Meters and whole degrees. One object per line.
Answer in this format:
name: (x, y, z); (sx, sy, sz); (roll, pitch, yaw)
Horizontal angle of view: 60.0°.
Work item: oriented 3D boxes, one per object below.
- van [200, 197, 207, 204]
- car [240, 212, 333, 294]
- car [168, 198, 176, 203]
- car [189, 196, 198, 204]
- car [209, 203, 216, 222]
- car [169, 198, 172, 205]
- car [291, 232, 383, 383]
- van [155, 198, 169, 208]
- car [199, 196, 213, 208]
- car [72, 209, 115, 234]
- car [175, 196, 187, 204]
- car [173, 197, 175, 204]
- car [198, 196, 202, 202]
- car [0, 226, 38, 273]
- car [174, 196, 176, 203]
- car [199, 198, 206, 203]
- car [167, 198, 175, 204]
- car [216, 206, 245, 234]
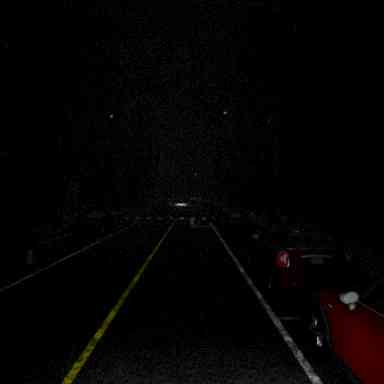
van: (2.902, 2.122, 83.140); (1.690, 1.788, 3.998); (0, -1, 0)
car: (2.666, 1.524, 9.033); (1.967, 1.590, 4.097); (0, -1, 0)
car: (-5.573, 2.452, 94.505); (1.947, 1.339, 4.313); (0, -1, 0)
car: (0.268, 2.366, 90.448); (2.128, 1.511, 4.902); (0, -1, 0)
car: (2.665, 1.791, 25.814); (2.008, 1.369, 4.403); (0, -1, 0)
car: (-5.697, 2.062, 66.166); (1.967, 1.590, 4.097); (0, -1, 0)
car: (2.667, 1.473, 3.439); (1.967, 1.590, 4.097); (0, -1, 0)
van: (-5.721, 1.909, 60.499); (1.690, 1.788, 3.998); (0, -1, 0)
car: (2.805, 2.007, 60.463); (1.967, 1.590, 4.097); (0, -1, 0)
car: (-5.860, 1.739, 20.214); (2.008, 1.369, 4.403); (0, -1, 0)
car: (-2.755, 2.327, 85.271); (2.128, 1.511, 4.902); (0, -1, 0)
car: (-5.647, 2.311, 77.501); (1.802, 1.307, 4.206); (0, -1, 0)
car: (2.854, 2.115, 71.801); (1.967, 1.590, 4.097); (0, -1, 0)
car: (-5.859, 1.629, 9.023); (1.887, 1.381, 4.507); (0, -1, 0)
car: (-5.623, 2.348, 83.169); (1.947, 1.339, 4.313); (0, -1, 0)
car: (2.952, 2.436, 94.476); (2.008, 1.369, 4.403); (0, -1, 0)
car: (-5.599, 2.358, 88.667); (1.752, 1.417, 4.829); (0, -1, 0)
car: (2.666, 1.770, 20.220); (1.802, 1.307, 4.206); (0, -1, 0)
